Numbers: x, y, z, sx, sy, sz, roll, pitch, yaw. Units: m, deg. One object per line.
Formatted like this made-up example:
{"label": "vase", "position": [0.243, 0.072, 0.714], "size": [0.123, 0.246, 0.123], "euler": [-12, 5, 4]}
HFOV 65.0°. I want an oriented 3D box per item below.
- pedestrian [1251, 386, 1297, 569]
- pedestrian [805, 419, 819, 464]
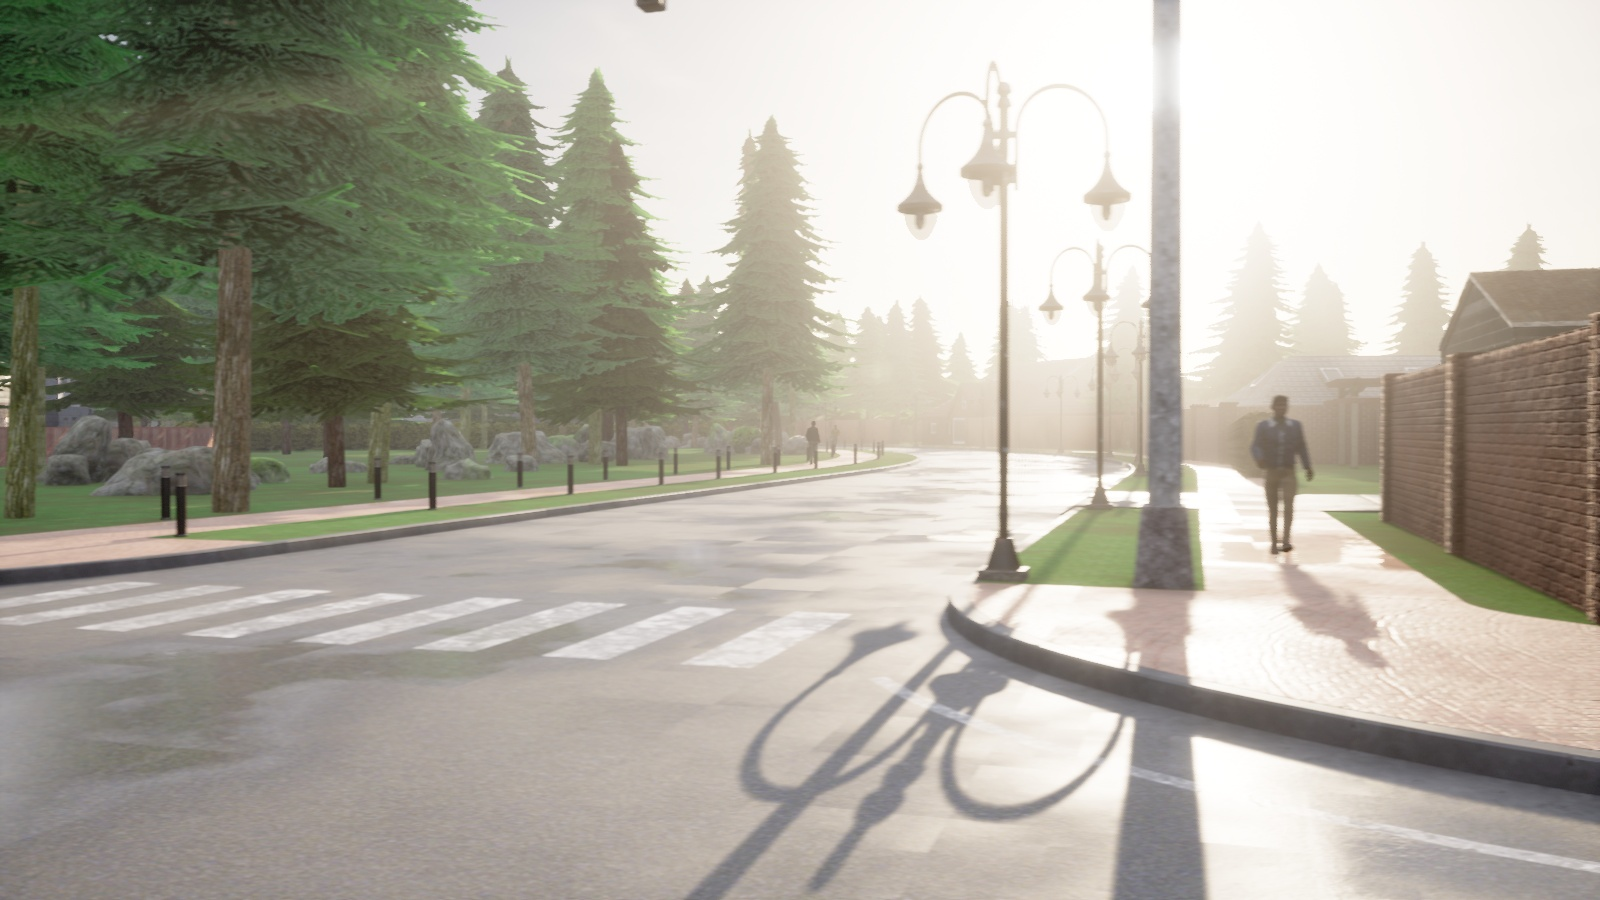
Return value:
{"label": "pedestrian", "position": [5.202, 0.286, 13.806], "size": [0.423, 1.949, 0.788], "euler": [1, 1, 18]}
{"label": "pedestrian", "position": [0.493, -0.352, 51.171], "size": [0.431, 1.840, 0.703], "euler": [1, 1, 9]}
